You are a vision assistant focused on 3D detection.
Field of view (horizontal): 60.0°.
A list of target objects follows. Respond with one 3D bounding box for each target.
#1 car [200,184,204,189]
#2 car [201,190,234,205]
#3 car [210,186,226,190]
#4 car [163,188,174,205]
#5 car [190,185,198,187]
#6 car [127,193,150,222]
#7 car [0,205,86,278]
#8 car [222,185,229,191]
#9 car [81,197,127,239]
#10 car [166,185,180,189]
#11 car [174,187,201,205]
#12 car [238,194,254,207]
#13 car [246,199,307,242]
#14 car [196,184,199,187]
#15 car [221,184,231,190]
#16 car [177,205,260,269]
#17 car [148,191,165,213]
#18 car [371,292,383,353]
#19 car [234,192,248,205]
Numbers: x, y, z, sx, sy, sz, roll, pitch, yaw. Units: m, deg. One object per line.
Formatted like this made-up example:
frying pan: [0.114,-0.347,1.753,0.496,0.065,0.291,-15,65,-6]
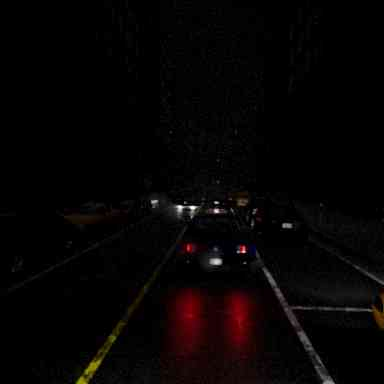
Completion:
car: [1.540,-1.188,95.183,1.947,1.339,4.313,1,2,4]
car: [1.737,0.842,23.599,1.837,1.490,4.892,1,2,4]
car: [2.933,0.317,41.075,1.882,1.535,5.008,1,1,4]
car: [-3.230,0.638,30.827,2.008,1.369,4.403,1,2,4]
car: [-0.475,-0.420,67.999,2.008,1.369,4.403,1,2,4]
car: [-4.030,0.975,20.036,1.802,1.307,4.206,1,2,4]
car: [-4.830,1.260,9.244,1.947,1.339,4.313,1,2,4]
car: [9.544,-1.233,94.583,1.967,1.590,4.097,1,2,4]
car: [-4.442,1.074,14.469,1.752,1.417,4.829,1,2,4]
car: [-2.428,0.096,41.611,2.192,1.841,5.009,1,2,4]
car: [-0.413,0.564,34.056,2.033,1.411,5.357,1,2,5]
car: [3.972,1.040,19.435,1.947,1.339,4.313,1,2,4]
car: [3.572,1.191,14.039,1.947,1.339,4.313,1,2,4]
car: [-0.072,-0.582,73.436,1.887,1.381,4.507,1,2,4]
car: [8.738,-0.918,83.708,1.967,1.590,4.097,1,2,4]
car: [0.738,1.314,10.138,1.895,1.301,4.718,1,2,4]
car: [-3.630,0.792,25.431,2.008,1.369,4.403,1,2,4]
car: [3.078,1.417,2.113,1.801,1.575,5.366,1,2,4]
car: [4.785,0.689,30.396,1.752,1.417,4.829,1,2,4]
